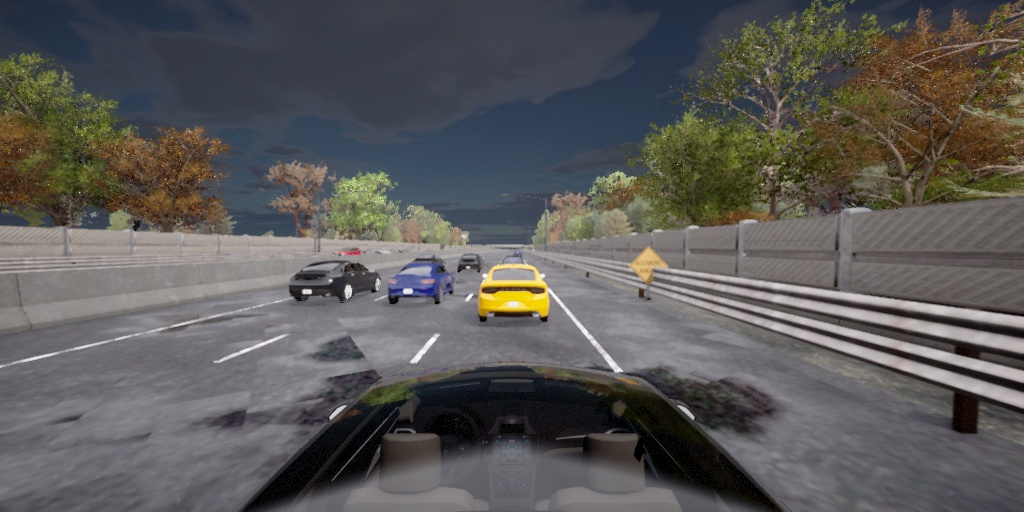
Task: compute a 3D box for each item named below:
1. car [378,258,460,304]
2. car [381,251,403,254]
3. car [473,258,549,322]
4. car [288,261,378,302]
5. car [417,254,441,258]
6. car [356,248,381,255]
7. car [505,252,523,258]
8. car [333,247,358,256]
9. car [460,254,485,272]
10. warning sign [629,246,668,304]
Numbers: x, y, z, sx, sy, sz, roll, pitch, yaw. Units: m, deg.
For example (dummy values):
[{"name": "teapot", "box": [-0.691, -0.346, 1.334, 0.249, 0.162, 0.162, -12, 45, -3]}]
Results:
[{"name": "car", "box": [-3.417, 0.968, 14.093, 1.812, 1.442, 4.674, 0, 1, 0]}, {"name": "car", "box": [-17.479, -0.006, 53.957, 1.837, 1.490, 4.892, 0, 1, 1]}, {"name": "car", "box": [0.057, 0.988, 11.294, 1.882, 1.535, 5.008, 0, 1, 1]}, {"name": "car", "box": [-6.914, 0.932, 14.556, 1.837, 1.490, 4.892, 0, 1, 1]}, {"name": "car", "box": [-6.886, 0.544, 30.114, 2.128, 1.511, 4.902, 0, 1, 0]}, {"name": "car", "box": [-20.975, -0.026, 53.626, 1.882, 1.535, 5.008, 0, 1, 1]}, {"name": "car", "box": [0.083, 0.688, 26.389, 2.033, 1.411, 5.357, 0, 1, 1]}, {"name": "car", "box": [-24.473, -0.279, 53.462, 2.150, 2.045, 5.566, 0, 2, 1]}, {"name": "car", "box": [-3.385, 0.556, 30.224, 1.837, 1.490, 4.892, 0, 2, 0]}, {"name": "warning sign", "box": [4.566, 0.606, 12.057, 1.300, 1.860, 1.060, 0, 0, 0]}]
